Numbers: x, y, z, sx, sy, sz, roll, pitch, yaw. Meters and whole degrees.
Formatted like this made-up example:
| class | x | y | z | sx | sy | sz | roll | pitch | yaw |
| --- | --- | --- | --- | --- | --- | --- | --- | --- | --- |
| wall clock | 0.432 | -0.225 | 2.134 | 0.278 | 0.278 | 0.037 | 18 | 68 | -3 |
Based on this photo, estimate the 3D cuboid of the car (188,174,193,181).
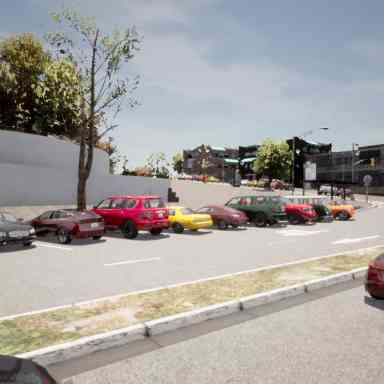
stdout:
| class | x | y | z | sx | sy | sz | roll | pitch | yaw |
| --- | --- | --- | --- | --- | --- | --- | --- | --- | --- |
| car | 1.715 | -3.849 | 90.853 | 2.185 | 1.767 | 4.553 | 6 | 3 | 34 |

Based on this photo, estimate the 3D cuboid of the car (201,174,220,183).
| class | x | y | z | sx | sy | sz | roll | pitch | yaw |
| --- | --- | --- | --- | --- | --- | --- | --- | --- | --- |
| car | 5.359 | -3.175 | 86.127 | 1.946 | 1.575 | 5.366 | 7 | 3 | 34 |

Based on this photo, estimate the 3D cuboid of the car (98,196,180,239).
| class | x | y | z | sx | sy | sz | roll | pitch | yaw |
| --- | --- | --- | --- | --- | --- | --- | --- | --- | --- |
| car | -3.718 | 1.248 | 17.582 | 5.566 | 2.045 | 2.435 | -1 | -1 | 35 |

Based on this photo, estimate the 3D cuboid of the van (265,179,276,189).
| class | x | y | z | sx | sy | sz | roll | pitch | yaw |
| --- | --- | --- | --- | --- | --- | --- | --- | --- | --- |
| van | 17.337 | -1.490 | 68.629 | 1.878 | 1.987 | 4.442 | 7 | 4 | 35 |

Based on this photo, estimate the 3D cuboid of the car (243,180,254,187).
| class | x | y | z | sx | sy | sz | roll | pitch | yaw |
| --- | --- | --- | --- | --- | --- | --- | --- | --- | --- |
| car | 14.035 | -1.811 | 73.832 | 1.946 | 1.575 | 5.366 | 7 | 3 | 35 |

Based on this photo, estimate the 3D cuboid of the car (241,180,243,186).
| class | x | y | z | sx | sy | sz | roll | pitch | yaw |
| --- | --- | --- | --- | --- | --- | --- | --- | --- | --- |
| car | 12.204 | -2.042 | 76.153 | 2.002 | 1.452 | 4.674 | 7 | 4 | 35 |

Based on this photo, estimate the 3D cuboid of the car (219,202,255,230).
| class | x | y | z | sx | sy | sz | roll | pitch | yaw |
| --- | --- | --- | --- | --- | --- | --- | --- | --- | --- |
| car | 1.209 | 1.549 | 21.036 | 4.674 | 1.452 | 2.002 | -1 | -1 | 35 |

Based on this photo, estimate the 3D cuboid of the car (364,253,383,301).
| class | x | y | z | sx | sy | sz | roll | pitch | yaw |
| --- | --- | --- | --- | --- | --- | --- | --- | --- | --- |
| car | 5.588 | 1.574 | 7.121 | 4.181 | 1.385 | 1.994 | 0 | 0 | -34 |

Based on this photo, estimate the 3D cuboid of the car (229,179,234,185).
| class | x | y | z | sx | sy | sz | roll | pitch | yaw |
| --- | --- | --- | --- | --- | --- | --- | --- | --- | --- |
| car | 10.463 | -2.316 | 78.615 | 2.002 | 1.452 | 4.674 | 7 | 3 | 35 |

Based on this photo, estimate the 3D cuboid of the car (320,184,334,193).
| class | x | y | z | sx | sy | sz | roll | pitch | yaw |
| --- | --- | --- | --- | --- | --- | --- | --- | --- | --- |
| car | 24.305 | -0.425 | 58.879 | 2.435 | 2.045 | 5.566 | 7 | 3 | 35 |

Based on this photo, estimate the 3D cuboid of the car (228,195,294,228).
| class | x | y | z | sx | sy | sz | roll | pitch | yaw |
| --- | --- | --- | --- | --- | --- | --- | --- | --- | --- |
| car | 3.637 | 1.263 | 22.793 | 5.566 | 2.045 | 2.435 | -1 | -1 | 35 |

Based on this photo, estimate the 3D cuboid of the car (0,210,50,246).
| class | x | y | z | sx | sy | sz | roll | pitch | yaw |
| --- | --- | --- | --- | --- | --- | --- | --- | --- | --- |
| car | -8.584 | 1.493 | 14.092 | 4.892 | 1.521 | 2.231 | -1 | -1 | 35 |

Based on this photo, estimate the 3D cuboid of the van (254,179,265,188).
| class | x | y | z | sx | sy | sz | roll | pitch | yaw |
| --- | --- | --- | --- | --- | --- | --- | --- | --- | --- |
| van | 15.609 | -1.763 | 71.100 | 1.878 | 1.987 | 4.442 | 7 | 4 | 35 |

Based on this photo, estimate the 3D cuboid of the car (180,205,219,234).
| class | x | y | z | sx | sy | sz | roll | pitch | yaw |
| --- | --- | --- | --- | --- | --- | --- | --- | --- | --- |
| car | -1.398 | 1.503 | 19.409 | 5.366 | 1.575 | 1.946 | -1 | -1 | 35 |

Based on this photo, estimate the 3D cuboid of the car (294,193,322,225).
| class | x | y | z | sx | sy | sz | roll | pitch | yaw |
| --- | --- | --- | --- | --- | --- | --- | --- | --- | --- |
| car | 6.151 | 1.267 | 24.498 | 5.566 | 2.045 | 2.435 | -1 | -1 | 35 |

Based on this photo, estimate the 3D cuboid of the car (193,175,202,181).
| class | x | y | z | sx | sy | sz | roll | pitch | yaw |
| --- | --- | --- | --- | --- | --- | --- | --- | --- | --- |
| car | 3.508 | -3.698 | 88.386 | 2.435 | 2.045 | 5.566 | 7 | 3 | 34 |

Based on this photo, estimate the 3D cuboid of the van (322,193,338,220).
| class | x | y | z | sx | sy | sz | roll | pitch | yaw |
| --- | --- | --- | --- | --- | --- | --- | --- | --- | --- |
| van | 8.690 | 1.297 | 26.167 | 4.442 | 1.987 | 1.878 | -1 | -1 | 35 |

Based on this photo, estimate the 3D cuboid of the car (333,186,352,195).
| class | x | y | z | sx | sy | sz | roll | pitch | yaw |
| --- | --- | --- | --- | --- | --- | --- | --- | --- | --- |
| car | 25.996 | 0.137 | 56.406 | 2.002 | 1.452 | 4.674 | 7 | 3 | 35 |

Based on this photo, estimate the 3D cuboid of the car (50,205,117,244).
| class | x | y | z | sx | sy | sz | roll | pitch | yaw |
| --- | --- | --- | --- | --- | --- | --- | --- | --- | --- |
| car | -6.163 | 1.524 | 15.838 | 4.792 | 1.488 | 2.163 | -1 | -1 | 35 |

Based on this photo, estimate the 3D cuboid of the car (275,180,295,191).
| class | x | y | z | sx | sy | sz | roll | pitch | yaw |
| --- | --- | --- | --- | --- | --- | --- | --- | --- | --- |
| car | 19.097 | -0.991 | 66.266 | 2.231 | 1.521 | 4.892 | 7 | 3 | 35 |

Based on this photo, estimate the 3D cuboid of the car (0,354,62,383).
| class | x | y | z | sx | sy | sz | roll | pitch | yaw |
| --- | --- | --- | --- | --- | --- | --- | --- | --- | --- |
| car | -2.855 | 1.504 | 1.097 | 4.892 | 1.490 | 1.837 | 0 | 0 | -35 |

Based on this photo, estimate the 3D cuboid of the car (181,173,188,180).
| class | x | y | z | sx | sy | sz | roll | pitch | yaw |
| --- | --- | --- | --- | --- | --- | --- | --- | --- | --- |
| car | -0.015 | -4.084 | 93.323 | 2.185 | 1.767 | 4.553 | 4 | 1 | 33 |

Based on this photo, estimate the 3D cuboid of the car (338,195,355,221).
| class | x | y | z | sx | sy | sz | roll | pitch | yaw |
| --- | --- | --- | --- | --- | --- | --- | --- | --- | --- |
| car | 11.099 | 1.404 | 27.917 | 4.553 | 1.767 | 2.185 | -1 | -1 | 35 |
